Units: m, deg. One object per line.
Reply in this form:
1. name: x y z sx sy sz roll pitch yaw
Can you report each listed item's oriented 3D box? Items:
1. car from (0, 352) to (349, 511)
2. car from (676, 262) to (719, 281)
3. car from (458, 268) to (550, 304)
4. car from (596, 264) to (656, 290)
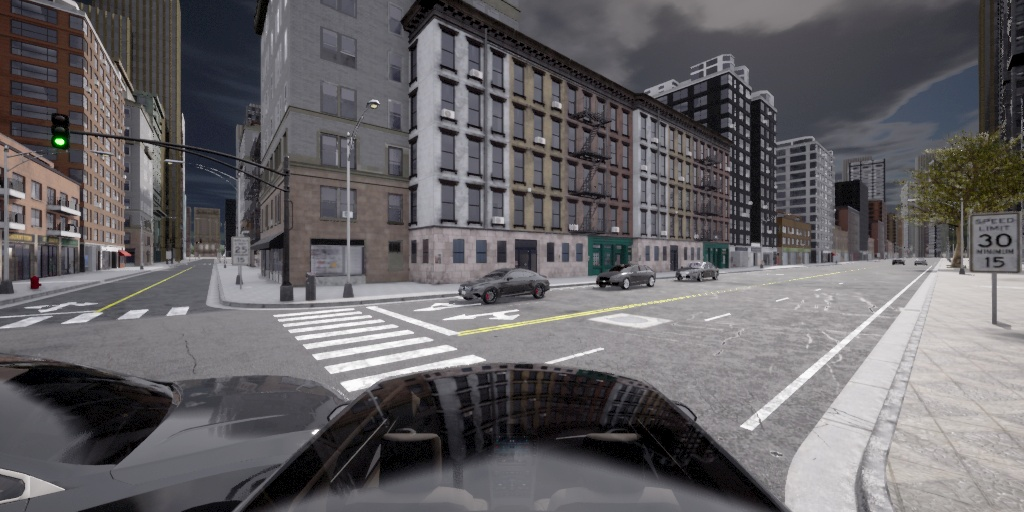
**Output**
1. car: -3.244 1.257 1.600 4.892 1.490 1.837 0 0 -35
2. car: 15.290 1.233 29.503 4.902 1.511 2.128 0 0 -40
3. car: -0.250 1.285 16.611 4.674 1.442 1.812 0 0 -40
4. car: 7.362 1.256 22.932 4.892 1.490 1.837 0 0 -40
